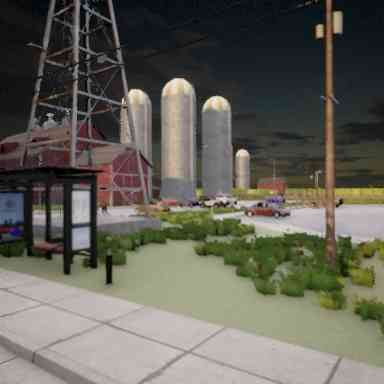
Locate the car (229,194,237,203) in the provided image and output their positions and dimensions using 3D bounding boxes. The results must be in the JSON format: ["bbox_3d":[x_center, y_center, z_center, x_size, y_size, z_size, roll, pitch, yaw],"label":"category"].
[{"bbox_3d":[6.126,1.383,59.888,2.150,2.045,5.566,0,0,34],"label":"car"}]

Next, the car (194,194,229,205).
[{"bbox_3d":[2.799,1.451,47.845,3.866,1.878,1.905,0,0,35],"label":"car"}]

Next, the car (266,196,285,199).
[{"bbox_3d":[16.622,1.621,67.717,4.611,1.667,2.242,0,0,35],"label":"car"}]

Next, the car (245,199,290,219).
[{"bbox_3d":[6.810,1.585,30.085,3.905,1.438,1.784,0,0,35],"label":"car"}]

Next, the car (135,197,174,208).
[{"bbox_3d":[-4.432,1.639,36.452,4.193,1.474,1.816,0,0,35],"label":"car"}]

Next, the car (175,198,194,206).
[{"bbox_3d":[0.064,1.652,50.988,2.128,1.511,4.902,0,0,35],"label":"car"}]

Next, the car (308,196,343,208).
[{"bbox_3d":[19.498,1.378,48.643,4.605,1.855,1.932,0,0,35],"label":"car"}]

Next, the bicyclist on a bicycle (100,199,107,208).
[{"bbox_3d":[-7.314,1.419,27.594,0.582,1.620,1.656,0,0,-21],"label":"bicyclist on a bicycle"}]

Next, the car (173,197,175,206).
[{"bbox_3d":[-4.212,1.530,51.143,2.097,1.767,4.553,0,0,35],"label":"car"}]
